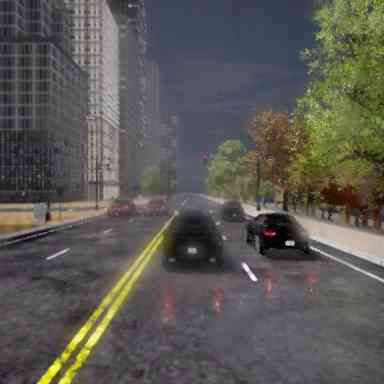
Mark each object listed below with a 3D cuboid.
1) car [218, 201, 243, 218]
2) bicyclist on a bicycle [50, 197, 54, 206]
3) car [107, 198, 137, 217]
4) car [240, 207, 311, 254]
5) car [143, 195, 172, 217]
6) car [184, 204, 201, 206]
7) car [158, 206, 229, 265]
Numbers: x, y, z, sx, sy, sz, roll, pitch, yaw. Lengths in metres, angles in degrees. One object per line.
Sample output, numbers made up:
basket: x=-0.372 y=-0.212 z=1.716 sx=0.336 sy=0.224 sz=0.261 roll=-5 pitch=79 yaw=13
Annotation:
car: x=3.276 y=1.548 z=27.707 sx=1.837 sy=1.490 sz=4.892 roll=0 pitch=0 yaw=1
bicyclist on a bicycle: x=-24.689 y=1.675 z=58.786 sx=0.582 sy=1.620 sz=1.656 roll=-1 pitch=1 yaw=0
car: x=-6.568 y=1.399 z=31.564 sx=2.097 sy=1.767 sz=4.553 roll=0 pitch=0 yaw=1
car: x=3.290 y=1.545 z=13.385 sx=1.812 sy=1.442 sz=4.674 roll=0 pitch=0 yaw=0
car: x=-3.319 y=1.400 z=31.564 sx=2.097 sy=1.767 sz=4.553 roll=0 pitch=0 yaw=0
car: x=0.004 y=1.587 z=25.534 sx=2.033 sy=1.411 sz=5.357 roll=0 pitch=0 yaw=0
car: x=0.026 y=1.495 z=11.798 sx=1.882 sy=1.535 sz=5.008 roll=0 pitch=0 yaw=0
